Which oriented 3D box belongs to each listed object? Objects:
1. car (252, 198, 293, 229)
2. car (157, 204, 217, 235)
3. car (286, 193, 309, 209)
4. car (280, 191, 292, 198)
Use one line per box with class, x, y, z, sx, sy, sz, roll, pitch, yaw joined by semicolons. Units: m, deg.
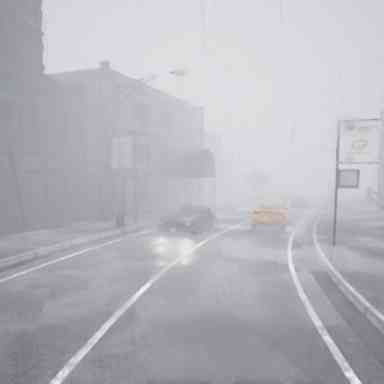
car;5.114;1.390;21.212;1.882;1.535;5.008;2;1;21
car;-0.040;1.367;18.107;2.033;1.411;5.357;2;1;19
car;13.097;1.211;40.432;1.994;1.385;4.181;2;2;23
car;16.338;0.641;57.330;1.837;1.490;4.892;2;3;24
